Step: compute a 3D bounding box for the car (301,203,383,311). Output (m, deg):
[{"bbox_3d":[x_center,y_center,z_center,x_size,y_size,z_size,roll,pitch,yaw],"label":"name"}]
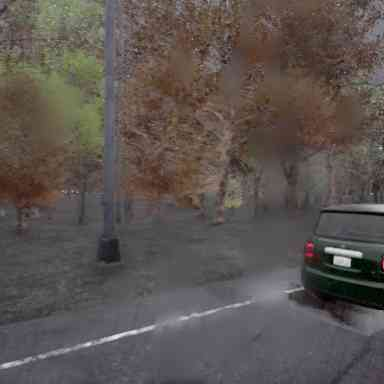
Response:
[{"bbox_3d":[4.691,1.263,7.106,5.566,2.045,2.150,0,0,-35],"label":"car"}]
